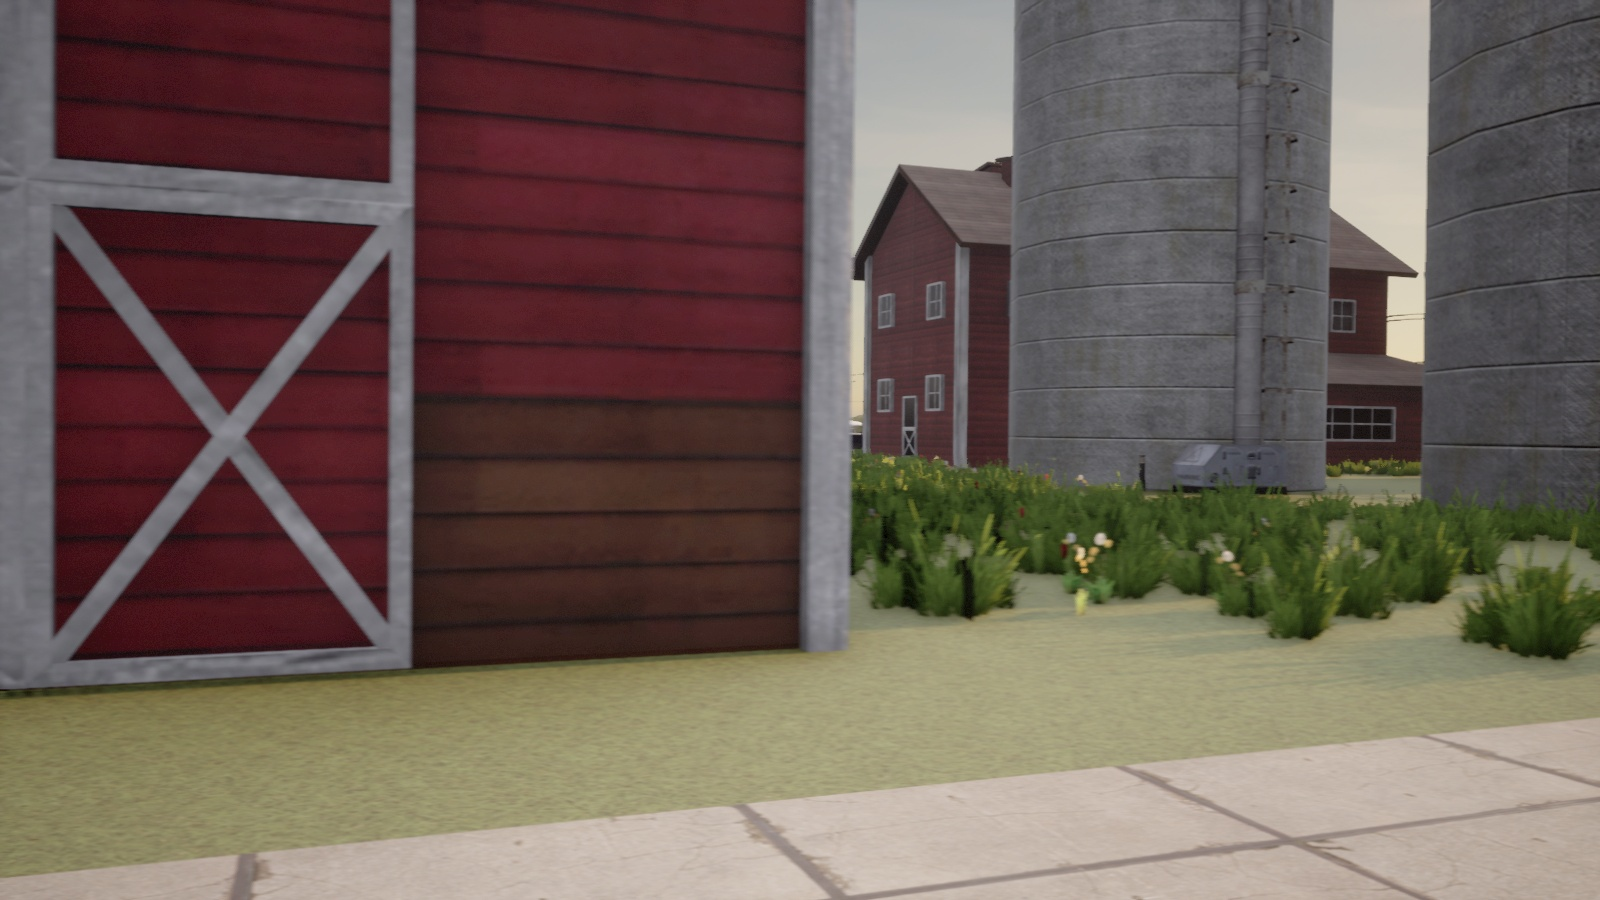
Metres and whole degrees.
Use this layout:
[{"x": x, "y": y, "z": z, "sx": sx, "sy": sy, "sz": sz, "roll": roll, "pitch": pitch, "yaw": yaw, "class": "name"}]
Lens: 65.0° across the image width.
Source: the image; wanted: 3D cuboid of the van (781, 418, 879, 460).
[{"x": 1.513, "y": -0.557, "z": 63.618, "sx": 4.480, "sy": 2.038, "sz": 2.069, "roll": -1, "pitch": 1, "yaw": -21, "class": "van"}]
